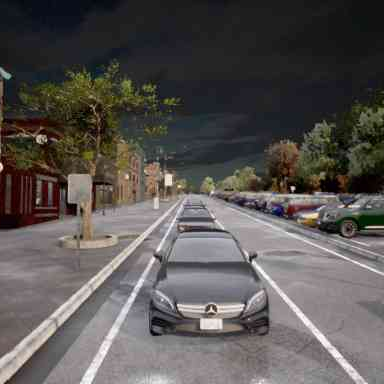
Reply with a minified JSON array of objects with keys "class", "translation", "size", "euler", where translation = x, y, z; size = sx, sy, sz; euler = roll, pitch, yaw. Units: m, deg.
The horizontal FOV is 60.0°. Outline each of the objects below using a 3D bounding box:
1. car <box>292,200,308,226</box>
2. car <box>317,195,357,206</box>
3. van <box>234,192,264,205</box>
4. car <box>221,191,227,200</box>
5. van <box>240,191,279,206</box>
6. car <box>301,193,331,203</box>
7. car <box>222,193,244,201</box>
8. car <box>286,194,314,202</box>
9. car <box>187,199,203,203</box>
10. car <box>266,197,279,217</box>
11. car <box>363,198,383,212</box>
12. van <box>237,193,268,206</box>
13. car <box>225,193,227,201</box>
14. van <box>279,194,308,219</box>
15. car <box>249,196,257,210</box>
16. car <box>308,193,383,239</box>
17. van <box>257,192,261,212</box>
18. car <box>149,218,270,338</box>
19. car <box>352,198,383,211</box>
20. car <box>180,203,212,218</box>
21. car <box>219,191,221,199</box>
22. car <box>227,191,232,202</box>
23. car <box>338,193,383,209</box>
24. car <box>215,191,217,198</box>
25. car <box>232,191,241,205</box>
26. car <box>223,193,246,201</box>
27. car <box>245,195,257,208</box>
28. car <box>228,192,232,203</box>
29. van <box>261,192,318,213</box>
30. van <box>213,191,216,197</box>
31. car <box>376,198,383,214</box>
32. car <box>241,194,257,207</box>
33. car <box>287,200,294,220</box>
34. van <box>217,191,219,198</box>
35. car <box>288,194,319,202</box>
[{"class":"car","translation":[9.084,1.464,19.828],"size":[5.366,1.575,1.946],"euler":[0,0,0]},{"class":"car","translation":[22.327,1.326,51.297],"size":[5.366,1.575,1.946],"euler":[0,1,0]},{"class":"van","translation":[9.163,1.082,53.475],"size":[4.442,1.987,1.878],"euler":[0,1,0]},{"class":"car","translation":[8.944,0.955,64.687],"size":[5.566,2.045,2.435],"euler":[0,1,0]},{"class":"van","translation":[9.219,1.158,45.068],"size":[4.442,1.987,1.878],"euler":[0,0,0]},{"class":"car","translation":[22.117,1.129,59.623],"size":[4.553,1.767,2.185],"euler":[0,1,0]},{"class":"car","translation":[8.885,1.005,73.097],"size":[4.553,1.767,2.185],"euler":[0,1,0]},{"class":"car","translation":[22.036,1.180,67.950],"size":[4.892,1.521,2.231],"euler":[0,1,0]},{"class":"car","translation":[0.234,1.439,29.851],"size":[2.128,1.511,4.902],"euler":[0,0,0]},{"class":"car","translation":[9.208,1.457,28.238],"size":[5.008,1.535,2.097],"euler":[0,0,0]},{"class":"car","translation":[22.203,1.464,37.410],"size":[4.792,1.488,2.163],"euler":[0,0,0]},{"class":"van","translation":[9.182,1.107,50.672],"size":[4.442,1.987,1.878],"euler":[0,1,0]},{"class":"car","translation":[8.988,1.272,61.886],"size":[4.674,1.452,2.002],"euler":[0,1,0]},{"class":"van","translation":[9.349,1.234,25.436],"size":[4.442,1.987,1.878],"euler":[0,0,0]},{"class":"car","translation":[9.187,1.465,36.651],"size":[4.792,1.488,2.163],"euler":[0,0,0]},{"class":"car","translation":[9.260,1.219,17.025],"size":[5.566,2.045,2.435],"euler":[0,0,0]},{"class":"van","translation":[9.293,1.218,33.847],"size":[4.442,1.987,1.878],"euler":[0,0,0]},{"class":"car","translation":[0.256,1.523,6.824],"size":[1.812,1.442,4.674],"euler":[0,0,0]},{"class":"car","translation":[22.243,1.447,40.194],"size":[4.792,1.488,2.163],"euler":[0,0,0]},{"class":"car","translation":[0.201,1.530,17.403],"size":[2.033,1.411,5.357],"euler":[0,0,0]},{"class":"car","translation":[8.925,0.930,67.490],"size":[5.566,2.045,2.435],"euler":[0,1,0]},{"class":"car","translation":[9.041,1.132,59.082],"size":[4.553,1.767,2.185],"euler":[0,1,0]},{"class":"car","translation":[22.168,1.148,42.966],"size":[5.566,2.045,2.435],"euler":[0,0,0]},{"class":"car","translation":[8.855,1.055,81.507],"size":[5.008,1.535,2.097],"euler":[0,1,0]},{"class":"car","translation":[9.056,1.107,47.867],"size":[5.566,2.045,2.435],"euler":[0,1,0]},{"class":"car","translation":[8.904,1.031,70.294],"size":[4.553,1.767,2.185],"euler":[0,1,0]},{"class":"car","translation":[9.137,1.461,39.458],"size":[4.674,1.452,2.002],"euler":[0,0,0]},{"class":"car","translation":[9.022,1.284,56.280],"size":[4.892,1.521,2.231],"euler":[0,1,0]},{"class":"van","translation":[9.079,1.227,31.044],"size":[4.442,1.987,1.878],"euler":[0,0,0]},{"class":"van","translation":[8.688,0.753,89.914],"size":[4.442,1.987,1.878],"euler":[0,1,0]},{"class":"car","translation":[22.436,1.440,34.640],"size":[5.366,1.575,1.946],"euler":[0,0,0]},{"class":"car","translation":[9.127,1.404,42.261],"size":[4.892,1.521,2.231],"euler":[0,0,0]},{"class":"car","translation":[9.254,1.503,22.632],"size":[4.674,1.452,2.002],"euler":[0,0,0]},{"class":"van","translation":[8.763,0.854,78.702],"size":[4.442,1.987,1.878],"euler":[0,1,0]},{"class":"car","translation":[21.864,1.201,65.172],"size":[5.366,1.575,1.946],"euler":[0,1,0]}]
